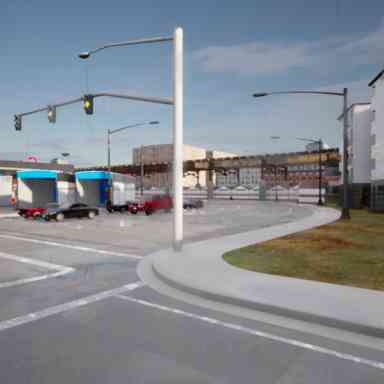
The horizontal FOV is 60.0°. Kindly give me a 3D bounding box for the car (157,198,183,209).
[{"bbox_3d":[-2.924,1.545,46.150,2.033,1.411,5.357,0,0,15],"label":"car"}]

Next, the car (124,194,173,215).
[{"bbox_3d":[-4.135,1.220,34.443,2.150,2.045,5.566,0,0,30],"label":"car"}]

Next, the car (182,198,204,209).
[{"bbox_3d":[0.241,1.545,44.517,2.033,1.411,5.357,0,0,16],"label":"car"}]

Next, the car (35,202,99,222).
[{"bbox_3d":[-9.603,1.524,26.509,1.812,1.442,4.674,0,0,36],"label":"car"}]

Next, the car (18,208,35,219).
[{"bbox_3d":[-12.305,1.599,28.693,1.895,1.301,4.718,0,0,37],"label":"car"}]

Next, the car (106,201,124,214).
[{"bbox_3d":[-7.115,1.599,36.248,1.895,1.301,4.718,0,0,30],"label":"car"}]
